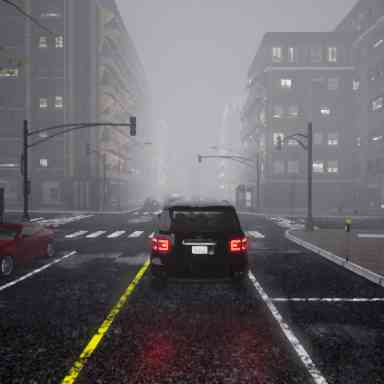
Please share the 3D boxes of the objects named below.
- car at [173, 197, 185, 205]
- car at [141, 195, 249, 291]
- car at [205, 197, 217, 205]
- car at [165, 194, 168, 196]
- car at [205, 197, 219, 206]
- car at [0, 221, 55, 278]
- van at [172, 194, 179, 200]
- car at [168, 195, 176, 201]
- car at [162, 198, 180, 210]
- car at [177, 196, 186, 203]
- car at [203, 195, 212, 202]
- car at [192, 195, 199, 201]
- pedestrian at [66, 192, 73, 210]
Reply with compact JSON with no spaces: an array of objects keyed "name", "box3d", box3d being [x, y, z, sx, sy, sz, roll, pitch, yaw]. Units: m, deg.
[{"name":"car","box3d":[-2.428,1.563,61.649,1.994,1.385,4.181,0,0,1]},{"name":"car","box3d":[0.178,1.221,9.152,2.150,2.045,5.566,0,0,1]},{"name":"car","box3d":[3.296,1.543,59.304,1.887,1.381,4.507,0,0,1]},{"name":"car","box3d":[-4.967,1.314,70.675,2.192,1.841,5.009,0,0,1]},{"name":"car","box3d":[3.237,1.549,53.667,2.008,1.369,4.403,0,0,1]},{"name":"car","box3d":[-5.600,1.581,10.074,1.802,1.307,4.206,0,0,1]},{"name":"van","box3d":[-4.730,1.340,93.229,1.690,1.788,3.998,0,0,1]},{"name":"car","box3d":[-4.849,1.525,81.782,1.752,1.417,4.829,0,0,1]},{"name":"car","box3d":[-2.644,1.562,43.109,1.994,1.385,4.181,0,0,2]},{"name":"car","box3d":[-2.259,1.522,71.954,1.812,1.442,4.674,0,0,1]},{"name":"car","box3d":[3.473,1.440,76.220,1.967,1.590,4.097,0,0,1]},{"name":"car","box3d":[0.856,1.478,82.752,1.882,1.535,5.008,0,0,1]},{"name":"pedestrian","box3d":[-12.374,0.902,33.550,0.375,1.860,0.375,0,-1,0]}]
